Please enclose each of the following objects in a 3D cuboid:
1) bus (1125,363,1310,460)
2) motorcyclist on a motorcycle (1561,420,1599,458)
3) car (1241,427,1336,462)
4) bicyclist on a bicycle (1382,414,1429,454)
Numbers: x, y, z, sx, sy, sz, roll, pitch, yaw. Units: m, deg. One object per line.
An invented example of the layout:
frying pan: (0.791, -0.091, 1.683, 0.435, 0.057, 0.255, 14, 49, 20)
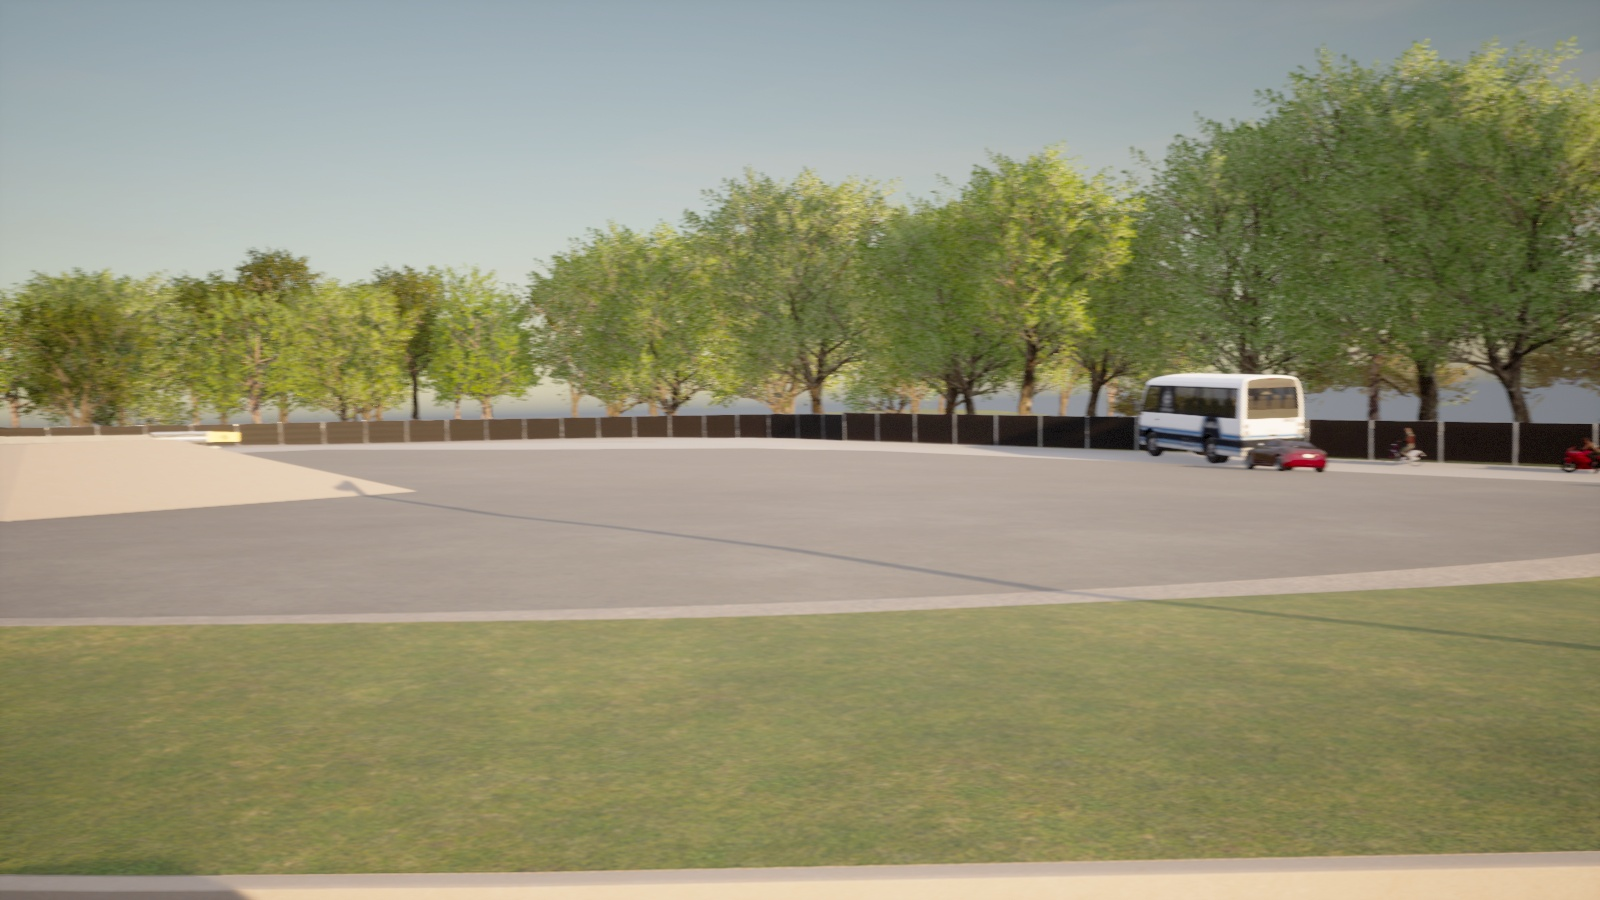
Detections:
bus: (20.489, -2.112, 62.610, 3.944, 4.253, 10.273, -4, 4, -12)
motorcyclist on a motorcycle: (32.724, -0.471, 51.889, 2.044, 1.523, 0.797, 1, 5, 43)
car: (20.387, -0.253, 52.585, 1.994, 1.385, 4.181, 0, 1, -6)
bicyclist on a bicycle: (27.501, -0.734, 57.057, 0.659, 1.776, 1.843, -5, 5, -44)
